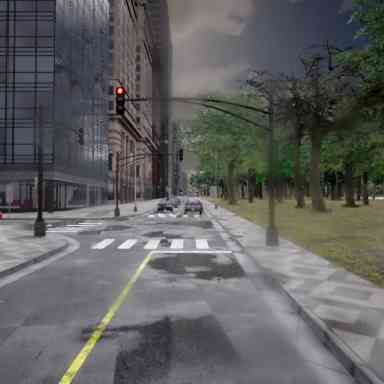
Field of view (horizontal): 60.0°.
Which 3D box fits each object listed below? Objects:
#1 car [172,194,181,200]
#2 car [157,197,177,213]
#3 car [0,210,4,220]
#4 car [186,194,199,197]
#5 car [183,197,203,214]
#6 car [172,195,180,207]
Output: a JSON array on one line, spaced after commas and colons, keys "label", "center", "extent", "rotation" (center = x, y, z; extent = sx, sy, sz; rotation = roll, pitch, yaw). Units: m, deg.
[{"label": "car", "center": [-3.094, 1.667, 59.917], "extent": [1.837, 1.490, 4.892], "rotation": [0, 0, 0]}, {"label": "car", "center": [-3.141, 1.627, 39.373], "extent": [2.033, 1.411, 5.357], "rotation": [0, 0, -4]}, {"label": "car", "center": [-15.316, 1.218, 21.494], "extent": [5.566, 2.045, 2.150], "rotation": [0, -2, 0]}, {"label": "car", "center": [0.085, 1.404, 64.565], "extent": [2.150, 2.045, 5.566], "rotation": [0, 0, -1]}, {"label": "car", "center": [0.121, 1.559, 36.054], "extent": [2.128, 1.511, 4.902], "rotation": [0, 0, 0]}, {"label": "car", "center": [-3.113, 1.624, 49.506], "extent": [1.837, 1.490, 4.892], "rotation": [0, 0, 0]}]
